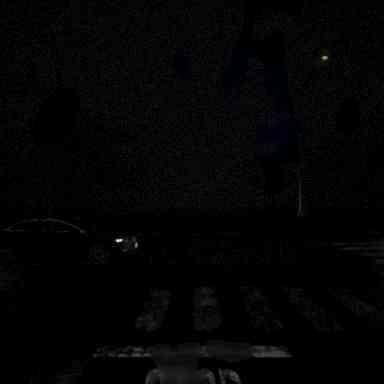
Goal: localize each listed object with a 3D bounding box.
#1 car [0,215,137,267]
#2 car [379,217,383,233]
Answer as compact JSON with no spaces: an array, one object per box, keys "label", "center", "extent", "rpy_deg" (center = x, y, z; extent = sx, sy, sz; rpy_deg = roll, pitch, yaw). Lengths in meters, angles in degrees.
[{"label":"car","center":[-4.321,1.533,11.068],"extent":[4.902,1.511,2.128],"rpy_deg":[-1,0,1]},{"label":"car","center":[10.950,1.122,13.877],"extent":[5.566,2.045,2.150],"rpy_deg":[0,0,1]}]
